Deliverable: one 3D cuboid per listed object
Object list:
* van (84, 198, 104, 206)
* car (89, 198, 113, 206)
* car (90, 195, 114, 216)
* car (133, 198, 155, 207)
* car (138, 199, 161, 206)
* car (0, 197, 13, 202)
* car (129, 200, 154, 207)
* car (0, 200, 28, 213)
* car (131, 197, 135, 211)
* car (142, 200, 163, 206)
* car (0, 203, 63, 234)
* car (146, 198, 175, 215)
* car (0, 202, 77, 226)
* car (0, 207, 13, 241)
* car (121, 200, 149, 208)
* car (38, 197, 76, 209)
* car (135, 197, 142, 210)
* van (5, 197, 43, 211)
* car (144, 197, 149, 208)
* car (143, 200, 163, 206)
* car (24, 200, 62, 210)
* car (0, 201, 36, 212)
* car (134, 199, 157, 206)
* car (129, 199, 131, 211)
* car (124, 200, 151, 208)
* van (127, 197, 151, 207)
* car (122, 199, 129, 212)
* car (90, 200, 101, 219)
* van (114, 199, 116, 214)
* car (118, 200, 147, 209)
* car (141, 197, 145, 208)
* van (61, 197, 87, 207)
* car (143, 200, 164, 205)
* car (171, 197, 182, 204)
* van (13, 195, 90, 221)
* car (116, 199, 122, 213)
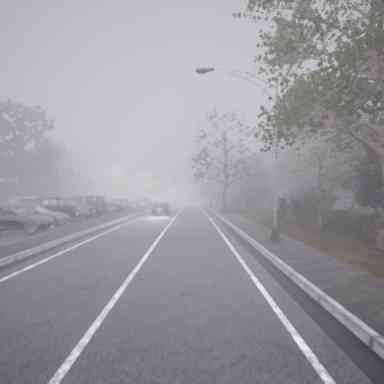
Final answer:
[{"bbox_3d":[-23.491,2.348,79.822,4.442,1.987,1.878,0,-1,0],"label":"van"},{"bbox_3d":[-23.400,2.478,85.484,5.566,2.045,2.435,0,-2,0],"label":"car"},{"bbox_3d":[-10.345,1.328,29.943,5.566,2.045,2.435,0,-1,0],"label":"car"},{"bbox_3d":[-10.329,2.254,71.574,4.553,1.767,2.185,0,-1,0],"label":"car"},{"bbox_3d":[-10.109,2.570,79.769,5.366,1.575,1.946,0,-2,0],"label":"car"},{"bbox_3d":[-23.364,1.487,38.284,5.566,2.045,2.435,0,-1,0],"label":"car"},{"bbox_3d":[-10.329,2.354,68.798,4.792,1.488,2.163,0,-1,0],"label":"car"},{"bbox_3d":[-23.386,1.794,41.173,5.008,1.535,2.097,0,-1,0],"label":"car"},{"bbox_3d":[-10.279,1.720,43.819,4.553,1.767,2.185,0,-1,0],"label":"car"},{"bbox_3d":[-10.106,2.726,85.440,5.366,1.575,1.946,0,-2,0],"label":"car"},{"bbox_3d":[-10.292,1.559,18.852,4.792,1.488,2.163,0,0,0],"label":"car"},{"bbox_3d":[-3.354,1.728,36.481,2.128,1.511,4.902,0,-1,0],"label":"car"},{"bbox_3d":[-10.323,1.578,21.630,4.674,1.452,2.002,0,0,0],"label":"car"},{"bbox_3d":[-10.330,1.512,13.302,5.008,1.535,2.097,0,0,0],"label":"car"},{"bbox_3d":[-10.274,2.194,60.471,4.792,1.488,2.163,0,-1,0],"label":"car"},{"bbox_3d":[-23.356,1.861,57.797,5.566,2.045,2.435,0,-1,0],"label":"car"},{"bbox_3d":[-10.124,1.895,46.593,5.366,1.575,1.946,0,-1,0],"label":"car"},{"bbox_3d":[-23.506,1.672,46.592,4.442,1.987,1.878,0,-1,0],"label":"van"},{"bbox_3d":[-10.120,2.055,54.920,5.366,1.575,1.946,0,-1,0],"label":"car"},{"bbox_3d":[-10.297,2.807,88.214,4.892,1.521,2.231,0,-2,0],"label":"car"},{"bbox_3d":[-23.381,2.006,52.252,5.008,1.535,2.097,0,-1,0],"label":"car"},{"bbox_3d":[-23.388,1.887,43.943,4.674,1.452,2.002,0,-1,0],"label":"car"},{"bbox_3d":[-10.291,2.440,74.350,4.892,1.521,2.231,0,-1,0],"label":"car"},{"bbox_3d":[-10.280,1.666,41.044,4.553,1.767,2.185,0,-1,0],"label":"car"},{"bbox_3d":[-10.273,2.247,63.246,4.792,1.488,2.163,0,-1,0],"label":"car"},{"bbox_3d":[-10.417,2.045,66.027,4.442,1.987,1.878,0,-1,0],"label":"van"},{"bbox_3d":[-10.307,1.739,38.266,5.008,1.535,2.097,0,-1,0],"label":"car"},{"bbox_3d":[-10.347,1.585,27.188,4.792,1.488,2.163,0,-1,0],"label":"car"},{"bbox_3d":[-10.199,1.406,32.719,4.442,1.987,1.878,0,-1,0],"label":"van"},{"bbox_3d":[-10.275,2.141,57.695,4.792,1.488,2.163,0,-1,0],"label":"car"},{"bbox_3d":[-10.313,2.006,52.144,4.892,1.521,2.231,0,-1,0],"label":"car"},{"bbox_3d":[-23.497,2.046,66.106,4.442,1.987,1.878,0,-1,0],"label":"van"},{"bbox_3d":[-10.475,2.880,90.990,5.366,1.575,1.946,0,-2,0],"label":"car"},{"bbox_3d":[-3.355,2.247,77.852,1.882,1.535,5.008,0,-1,0],"label":"car"},{"bbox_3d":[-10.202,1.321,24.407,4.442,1.987,1.878,0,0,0],"label":"van"},{"bbox_3d":[-10.317,1.726,35.489,4.674,1.452,2.002,0,-1,0],"label":"car"}]
